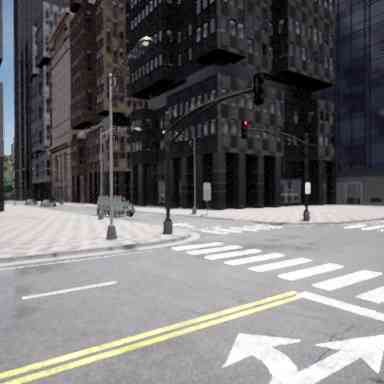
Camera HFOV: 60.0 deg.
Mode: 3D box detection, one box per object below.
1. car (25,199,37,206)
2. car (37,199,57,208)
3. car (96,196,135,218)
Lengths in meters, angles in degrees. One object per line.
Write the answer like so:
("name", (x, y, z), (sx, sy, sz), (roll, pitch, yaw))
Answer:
("car", (-33.623, 2.157, 69.529), (1.812, 1.442, 4.674), (-1, 0, -35))
("car", (-24.396, 1.976, 56.451), (1.812, 1.442, 4.674), (-1, 0, -35))
("car", (-7.626, 1.415, 32.673), (2.150, 2.045, 5.566), (-1, 0, -35))
